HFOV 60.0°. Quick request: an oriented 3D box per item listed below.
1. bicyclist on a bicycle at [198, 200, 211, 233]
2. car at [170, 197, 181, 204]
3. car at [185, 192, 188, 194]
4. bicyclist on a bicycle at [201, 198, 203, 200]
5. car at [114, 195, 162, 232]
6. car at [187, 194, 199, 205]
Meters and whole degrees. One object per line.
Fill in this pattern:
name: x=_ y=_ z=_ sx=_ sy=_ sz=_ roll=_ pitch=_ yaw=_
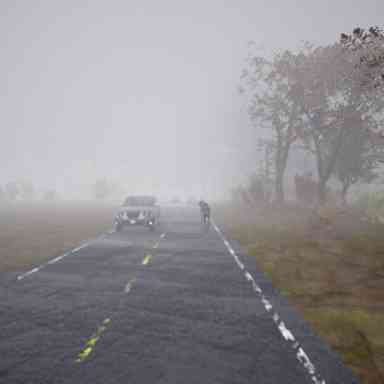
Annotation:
bicyclist on a bicycle: x=0.816 y=1.436 z=18.390 sx=0.582 sy=1.620 sz=1.656 roll=-1 pitch=0 yaw=0
car: x=-3.011 y=1.551 z=61.888 sx=1.895 sy=1.301 sz=4.718 roll=0 pitch=0 yaw=1
car: x=0.014 y=1.296 z=74.231 sx=2.097 sy=1.767 sz=4.553 roll=0 pitch=0 yaw=0
bicyclist on a bicycle: x=0.821 y=1.347 z=27.275 sx=0.659 sy=1.776 sz=1.843 roll=-1 pitch=0 yaw=0
car: x=-3.096 y=1.206 z=20.169 sx=2.150 sy=2.045 sz=5.566 roll=0 pitch=0 yaw=0
car: x=0.098 y=1.519 z=56.490 sx=1.994 sy=1.385 sz=4.181 roll=0 pitch=0 yaw=0
